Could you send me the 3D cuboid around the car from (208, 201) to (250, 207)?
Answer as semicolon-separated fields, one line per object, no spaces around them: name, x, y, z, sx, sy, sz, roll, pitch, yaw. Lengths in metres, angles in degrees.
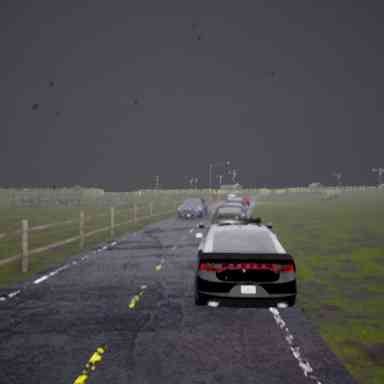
car;2.050;1.459;17.783;1.837;1.490;4.892;0;0;8

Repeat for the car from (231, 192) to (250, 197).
car;7.755;1.066;51.289;2.150;2.045;5.566;0;0;12

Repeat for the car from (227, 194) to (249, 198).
car;5.659;1.356;41.183;1.882;1.535;5.008;0;0;12

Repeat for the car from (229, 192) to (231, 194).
car;8.571;1.010;68.652;2.150;2.045;5.566;0;0;12

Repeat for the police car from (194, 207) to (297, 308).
police car;1.098;1.406;8.092;1.930;1.638;5.238;0;0;4

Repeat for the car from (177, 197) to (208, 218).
car;0.173;1.274;28.483;2.097;1.767;4.553;0;0;11

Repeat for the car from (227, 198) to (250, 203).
car;2.947;1.413;23.624;1.882;1.535;5.008;0;0;10
